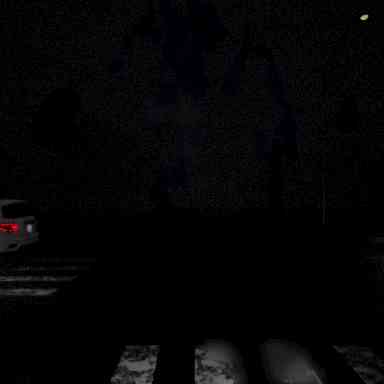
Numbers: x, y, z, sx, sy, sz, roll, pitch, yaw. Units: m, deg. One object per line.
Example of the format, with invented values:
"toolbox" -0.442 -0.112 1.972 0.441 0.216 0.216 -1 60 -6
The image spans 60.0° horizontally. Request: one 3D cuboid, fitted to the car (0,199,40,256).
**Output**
"car" -8.037 1.292 11.017 5.566 2.045 2.150 -1 0 1
